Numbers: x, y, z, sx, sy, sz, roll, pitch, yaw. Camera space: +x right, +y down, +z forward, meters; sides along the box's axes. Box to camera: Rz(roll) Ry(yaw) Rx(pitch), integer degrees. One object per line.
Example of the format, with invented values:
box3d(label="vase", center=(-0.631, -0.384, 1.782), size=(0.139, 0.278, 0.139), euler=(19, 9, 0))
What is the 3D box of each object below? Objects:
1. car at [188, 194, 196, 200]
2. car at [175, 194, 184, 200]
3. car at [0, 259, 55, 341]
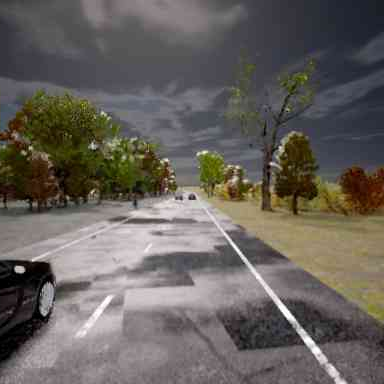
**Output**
box3d(label="car", center=(0.021, 1.252, 86.387), size=(2.097, 1.767, 4.553), euler=(0, 0, 0))
box3d(label="car", center=(-3.479, 1.422, 86.006), size=(2.128, 1.511, 4.902), euler=(0, 0, 0))
box3d(label="car", center=(-3.501, 1.477, 4.294), size=(1.882, 1.535, 5.008), euler=(0, 0, 0))
